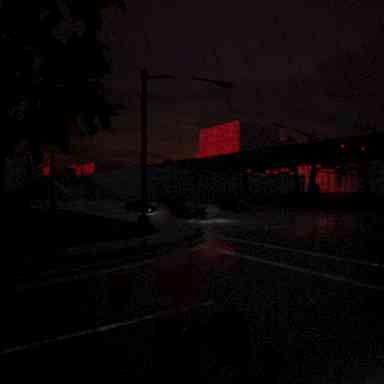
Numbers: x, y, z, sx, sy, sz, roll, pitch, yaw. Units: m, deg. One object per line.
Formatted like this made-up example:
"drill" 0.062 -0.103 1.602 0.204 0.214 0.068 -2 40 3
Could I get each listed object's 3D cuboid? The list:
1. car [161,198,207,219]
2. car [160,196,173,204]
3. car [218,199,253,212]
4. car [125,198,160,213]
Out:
"car" -0.596 1.570 30.350 1.882 1.535 5.008 0 0 -34
"car" -5.016 1.527 62.388 2.097 1.767 4.553 0 0 -34
"car" 5.270 1.628 40.800 1.882 1.535 5.008 0 0 -34
"car" -6.111 1.642 38.637 2.033 1.411 5.357 0 0 -33
